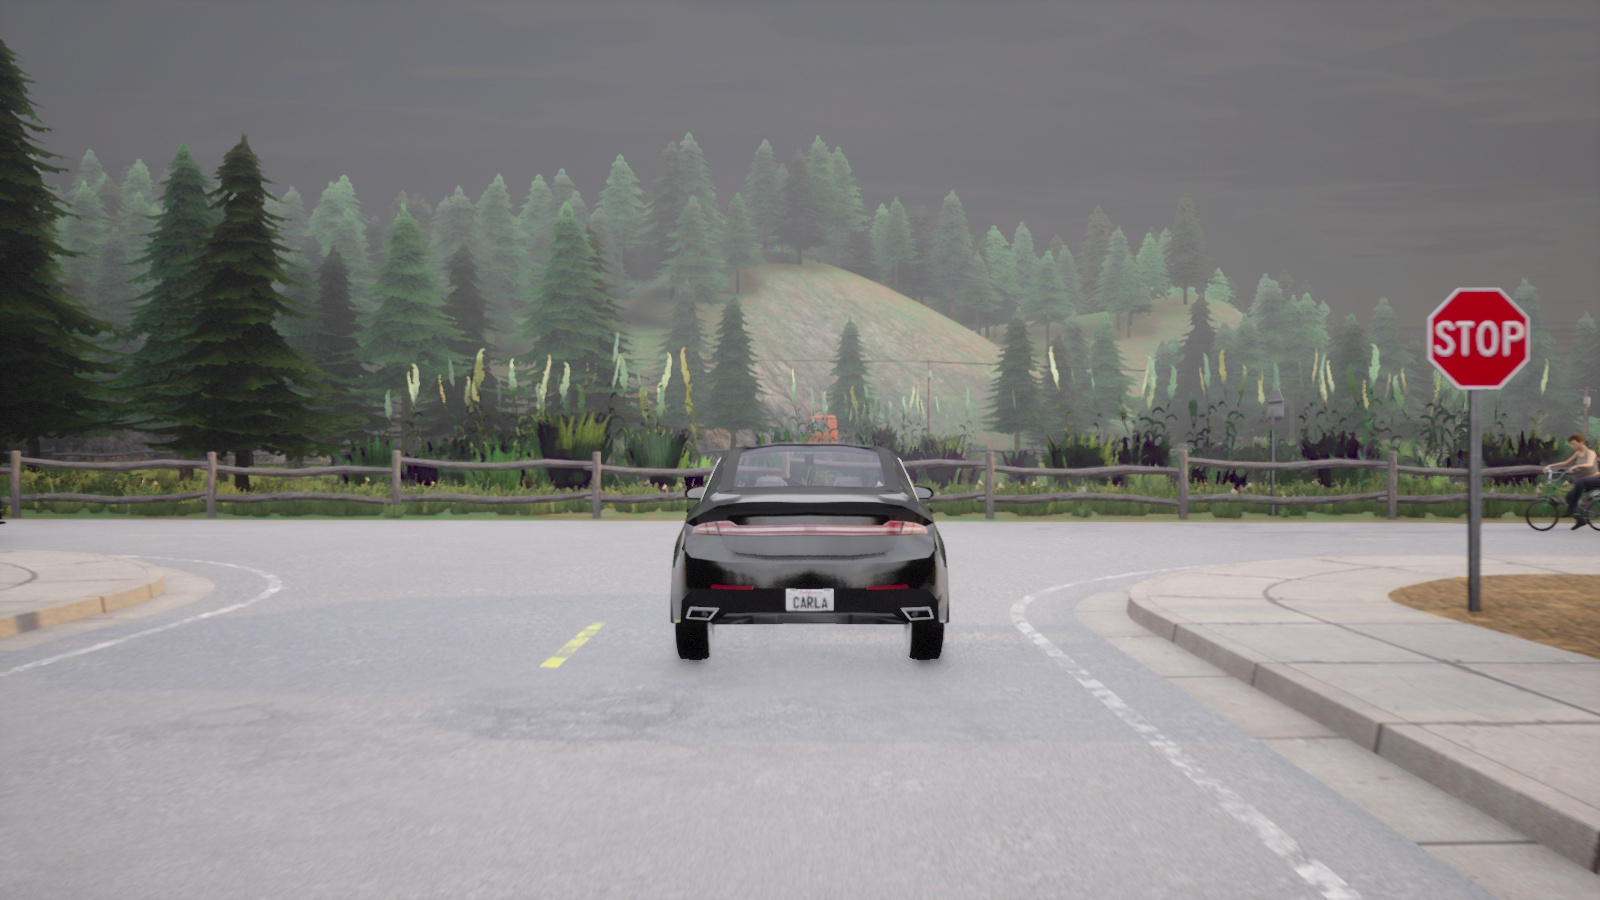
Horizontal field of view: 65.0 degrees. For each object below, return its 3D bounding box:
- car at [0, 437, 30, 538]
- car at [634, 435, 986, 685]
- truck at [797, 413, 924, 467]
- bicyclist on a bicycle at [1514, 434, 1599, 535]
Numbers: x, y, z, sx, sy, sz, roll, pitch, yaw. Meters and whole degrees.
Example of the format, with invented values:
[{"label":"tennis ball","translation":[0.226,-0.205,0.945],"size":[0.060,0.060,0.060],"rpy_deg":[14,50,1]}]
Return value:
[{"label":"car","translation":[-14.425,0.559,18.503],"size":[4.902,1.511,2.128],"rpy_deg":[0,0,3]},{"label":"car","translation":[0.073,0.650,10.044],"size":[2.128,1.511,4.902],"rpy_deg":[0,0,0]},{"label":"truck","translation":[3.886,-0.660,81.802],"size":[7.936,3.462,2.891],"rpy_deg":[0,0,-6]},{"label":"bicyclist on a bicycle","translation":[12.674,0.551,20.533],"size":[1.509,1.612,0.866],"rpy_deg":[0,0,3]}]
